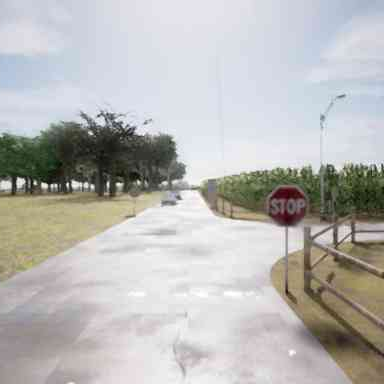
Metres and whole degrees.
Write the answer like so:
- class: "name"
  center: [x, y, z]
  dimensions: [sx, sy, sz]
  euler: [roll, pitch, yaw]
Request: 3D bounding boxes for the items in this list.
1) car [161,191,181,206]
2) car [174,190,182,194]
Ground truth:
- class: "car"
  center: [-2.843, 0.960, 42.202]
  dimensions: [2.033, 1.411, 5.357]
  euler: [0, 1, 0]
- class: "car"
  center: [-2.812, 0.508, 57.461]
  dimensions: [1.837, 1.490, 4.892]
  euler: [0, 2, 0]
